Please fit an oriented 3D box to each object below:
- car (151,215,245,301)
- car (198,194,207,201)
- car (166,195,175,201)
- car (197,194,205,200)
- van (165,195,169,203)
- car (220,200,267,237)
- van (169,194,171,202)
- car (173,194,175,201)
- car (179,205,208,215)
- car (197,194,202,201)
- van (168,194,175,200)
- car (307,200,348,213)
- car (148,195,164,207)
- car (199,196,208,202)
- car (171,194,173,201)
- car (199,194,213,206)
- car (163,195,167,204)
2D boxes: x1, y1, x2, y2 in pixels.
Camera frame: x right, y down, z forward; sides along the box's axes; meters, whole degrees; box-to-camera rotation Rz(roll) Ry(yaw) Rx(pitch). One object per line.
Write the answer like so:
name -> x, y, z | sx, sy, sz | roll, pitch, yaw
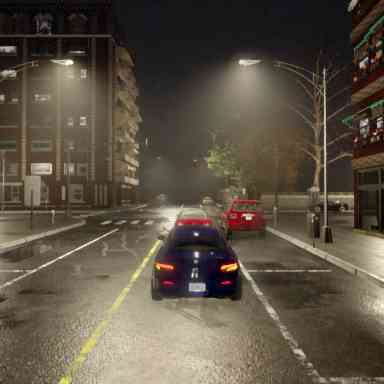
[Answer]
car -> 0.092, 1.529, 8.211 | 1.812, 1.442, 4.674 | 0, 0, 0
car -> 2.613, 1.382, 83.865 | 2.192, 1.841, 5.009 | 1, 0, 0
car -> -5.778, 1.625, 89.403 | 2.008, 1.369, 4.403 | 1, 0, 0
car -> 2.601, 1.396, 94.940 | 2.192, 1.841, 5.009 | 1, 0, 0
van -> -5.742, 1.383, 61.709 | 1.690, 1.788, 3.998 | 1, 0, 0
car -> 2.688, 1.323, 18.144 | 2.192, 1.841, 5.009 | 1, 0, 0
van -> -5.748, 1.389, 67.248 | 1.690, 1.788, 3.998 | 1, 0, 0
car -> -5.765, 1.611, 78.325 | 2.008, 1.369, 4.403 | 1, 0, 0
car -> 0.080, 1.609, 17.954 | 1.895, 1.301, 4.718 | 0, 0, 0
car -> 2.622, 1.605, 72.788 | 2.008, 1.369, 4.403 | 1, 0, 0
van -> -5.780, 1.422, 94.941 | 1.690, 1.788, 3.998 | 1, 0, 0
car -> 15.171, 1.609, 37.191 | 4.313, 1.339, 1.947 | 0, -1, 0
car -> -5.734, 1.614, 50.633 | 1.802, 1.307, 4.206 | 1, 0, 0
car -> 2.615, 1.626, 78.327 | 1.947, 1.339, 4.313 | 1, 0, 0
car -> -5.759, 1.636, 72.787 | 1.802, 1.307, 4.206 | 1, 0, 0
car -> 2.640, 1.563, 56.344 | 1.752, 1.417, 4.829 | 1, 0, 0
car -> -5.740, 1.619, 56.170 | 1.802, 1.307, 4.206 | 1, 0, 0
